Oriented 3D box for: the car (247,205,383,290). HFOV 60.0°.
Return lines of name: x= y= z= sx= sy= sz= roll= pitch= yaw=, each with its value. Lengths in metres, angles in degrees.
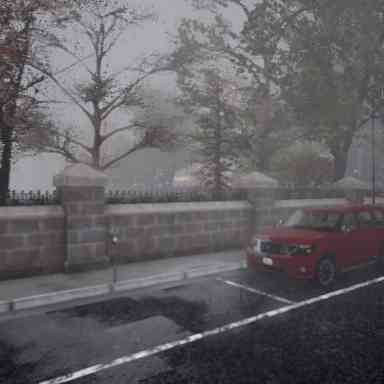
car: x=3.827 y=1.310 z=9.298 sx=5.009 sy=1.841 sz=2.192 roll=0 pitch=0 yaw=-36
